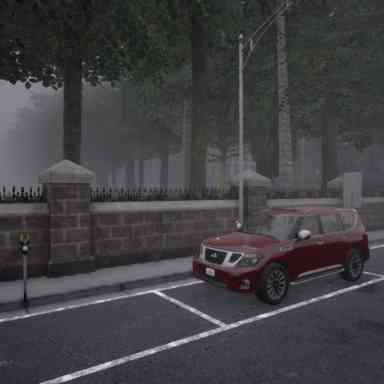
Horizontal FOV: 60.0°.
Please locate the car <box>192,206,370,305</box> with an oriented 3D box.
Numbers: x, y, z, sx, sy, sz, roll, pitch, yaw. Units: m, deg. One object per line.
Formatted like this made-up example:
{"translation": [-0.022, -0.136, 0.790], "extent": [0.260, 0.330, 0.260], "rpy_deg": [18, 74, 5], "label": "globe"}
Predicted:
{"translation": [2.422, 1.314, 8.261], "extent": [5.009, 1.841, 2.192], "rpy_deg": [0, 0, -36], "label": "car"}
